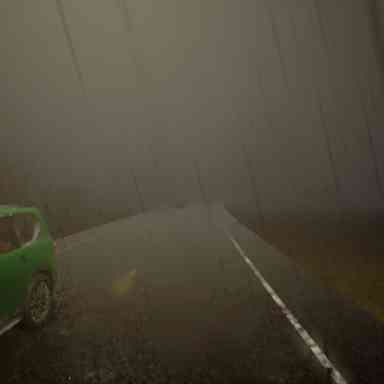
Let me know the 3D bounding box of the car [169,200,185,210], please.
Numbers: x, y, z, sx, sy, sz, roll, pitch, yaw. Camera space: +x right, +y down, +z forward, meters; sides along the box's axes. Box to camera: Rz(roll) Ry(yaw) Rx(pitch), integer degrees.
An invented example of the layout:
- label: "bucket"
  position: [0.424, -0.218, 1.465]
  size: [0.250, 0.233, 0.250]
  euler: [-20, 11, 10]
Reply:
- label: "car"
  position: [-2.043, 1.804, 46.956]
  size: [1.994, 1.385, 4.181]
  euler: [0, 0, 4]

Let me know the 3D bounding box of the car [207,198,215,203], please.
- label: "car"
  position: [5.176, 2.141, 88.497]
  size: [1.895, 1.301, 4.718]
  euler: [0, -1, 7]

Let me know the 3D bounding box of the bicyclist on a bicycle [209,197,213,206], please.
- label: "bicyclist on a bicycle"
  position: [3.566, 1.825, 61.803]
  size: [0.582, 1.620, 1.656]
  euler: [0, -1, 5]

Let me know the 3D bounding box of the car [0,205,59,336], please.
- label: "car"
  position: [-3.564, 1.231, 3.981]
  size: [2.150, 2.045, 5.566]
  euler: [0, 0, 0]

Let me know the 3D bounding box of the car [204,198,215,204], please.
- label: "car"
  position: [3.865, 2.024, 76.181]
  size: [1.895, 1.301, 4.718]
  euler: [0, -1, 6]

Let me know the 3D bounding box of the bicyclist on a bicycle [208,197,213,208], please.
- label: "bicyclist on a bicycle"
  position: [2.888, 1.746, 52.833]
  size: [0.582, 1.620, 1.656]
  euler: [0, -1, 4]
